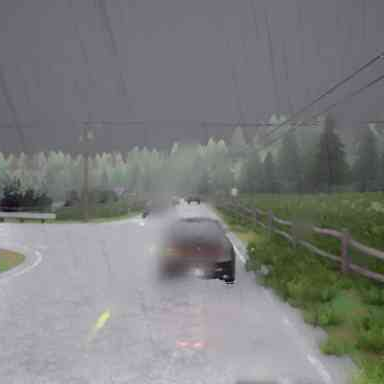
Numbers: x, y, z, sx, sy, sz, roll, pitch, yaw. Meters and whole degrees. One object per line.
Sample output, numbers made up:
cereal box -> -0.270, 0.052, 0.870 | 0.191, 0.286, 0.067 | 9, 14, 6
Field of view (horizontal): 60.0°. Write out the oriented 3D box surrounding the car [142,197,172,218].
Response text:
car -> -3.157, 1.457, 29.329 | 1.837, 1.490, 4.892 | 0, 0, 2

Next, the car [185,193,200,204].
car -> 0.268, 1.127, 60.033 | 2.150, 2.045, 5.566 | 0, 0, -2

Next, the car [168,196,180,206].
car -> -3.001, 1.437, 55.558 | 1.812, 1.442, 4.674 | 0, 1, -1

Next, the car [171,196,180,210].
car -> -2.968, 1.423, 42.171 | 2.128, 1.511, 4.902 | 0, 0, 0

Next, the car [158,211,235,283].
car -> 0.104, 1.489, 9.560 | 1.837, 1.490, 4.892 | 0, 0, 0
